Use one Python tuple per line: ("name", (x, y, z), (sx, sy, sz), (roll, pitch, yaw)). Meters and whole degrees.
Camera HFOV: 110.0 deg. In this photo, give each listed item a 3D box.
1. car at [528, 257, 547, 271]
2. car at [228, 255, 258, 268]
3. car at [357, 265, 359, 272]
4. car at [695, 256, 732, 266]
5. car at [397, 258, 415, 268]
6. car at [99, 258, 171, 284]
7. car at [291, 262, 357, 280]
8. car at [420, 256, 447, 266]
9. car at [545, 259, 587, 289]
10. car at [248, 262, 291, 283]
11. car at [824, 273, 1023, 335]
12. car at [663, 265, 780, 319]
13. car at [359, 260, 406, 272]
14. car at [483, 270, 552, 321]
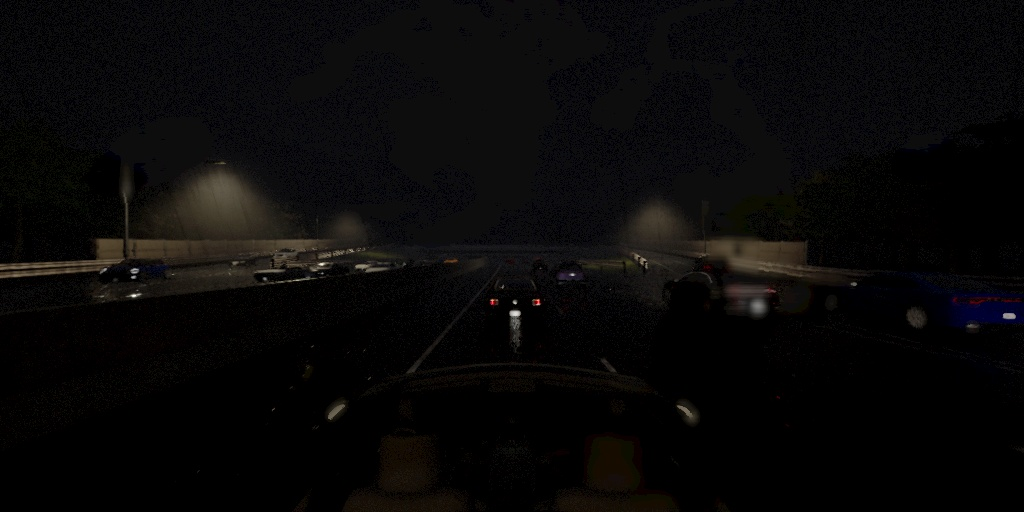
("car", (3.434, 1.216, 45.725), (1.837, 1.490, 4.892), (0, 0, 0))
("car", (-33.108, 0.629, 44.297), (2.128, 1.511, 4.902), (0, 2, -17))
("car", (-17.743, 1.313, 44.816), (1.895, 1.301, 4.718), (0, 0, 0))
("car", (17.145, 1.008, 30.701), (2.150, 2.045, 5.566), (0, 1, 18))
("car", (-14.250, 1.052, 46.655), (2.097, 1.767, 4.553), (0, 1, 0))
("car", (-26.643, 0.957, 25.490), (2.097, 1.767, 4.553), (0, 1, -20))
("car", (-14.150, 1.236, 27.393), (2.128, 1.511, 4.902), (0, 0, 0))
("car", (-10.762, 1.181, 48.716), (2.128, 1.511, 4.902), (0, 0, 0))
("car", (3.564, 1.176, 23.438), (2.033, 1.649, 4.856), (0, 0, 0))
("car", (-17.650, 1.337, 27.832), (1.895, 1.301, 4.718), (0, 0, 0))
("car", (11.756, 1.228, 10.671), (1.882, 1.535, 5.008), (0, 0, 9))
("car", (7.091, 1.240, 12.779), (2.128, 1.511, 4.902), (0, 0, 0))
("car", (-10.659, 1.270, 29.818), (1.812, 1.442, 4.674), (0, 0, 0))
("car", (0.092, 1.349, 12.453), (1.895, 1.301, 4.718), (0, 0, 0))
